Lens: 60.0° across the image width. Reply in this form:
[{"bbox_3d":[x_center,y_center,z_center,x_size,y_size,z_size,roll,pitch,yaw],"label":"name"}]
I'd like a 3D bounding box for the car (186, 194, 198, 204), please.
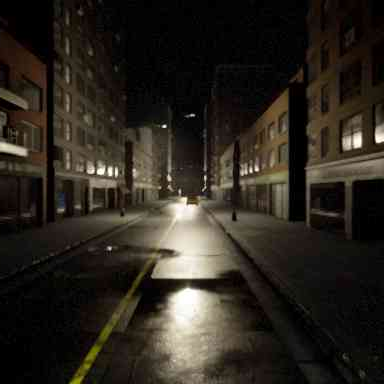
[{"bbox_3d":[0.024,1.329,62.399,2.097,1.767,4.553,0,0,0],"label":"car"}]

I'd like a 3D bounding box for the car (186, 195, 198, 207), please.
[{"bbox_3d":[0.020,1.455,52.008,1.882,1.535,5.008,0,0,0],"label":"car"}]
